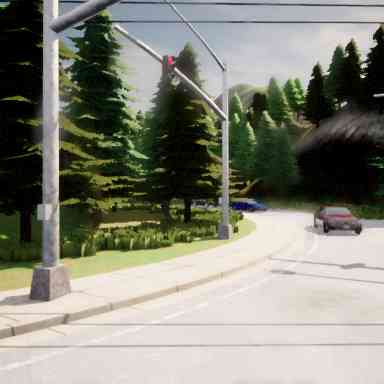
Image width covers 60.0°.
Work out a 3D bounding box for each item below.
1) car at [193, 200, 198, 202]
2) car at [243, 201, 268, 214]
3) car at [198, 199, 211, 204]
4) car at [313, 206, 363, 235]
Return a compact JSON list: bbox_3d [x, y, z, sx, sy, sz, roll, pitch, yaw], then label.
[{"bbox_3d":[-2.003,1.194,49.725,2.033,1.411,5.357,0,0,-42],"label":"car"},{"bbox_3d":[6.239,1.477,36.562,1.882,1.535,5.008,0,0,-26],"label":"car"},{"bbox_3d":[1.987,1.505,50.068,1.837,1.490,4.892,0,0,-37],"label":"car"},{"bbox_3d":[8.221,1.526,19.148,1.812,1.442,4.674,0,0,10],"label":"car"}]
